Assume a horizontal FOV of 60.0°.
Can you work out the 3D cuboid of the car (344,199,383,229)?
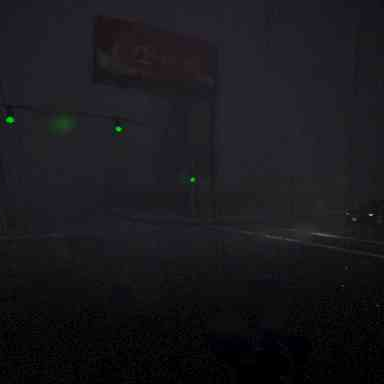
[{"bbox_3d":[10.904,1.187,19.248,4.902,1.511,2.128,-1,1,-30],"label":"car"}]
